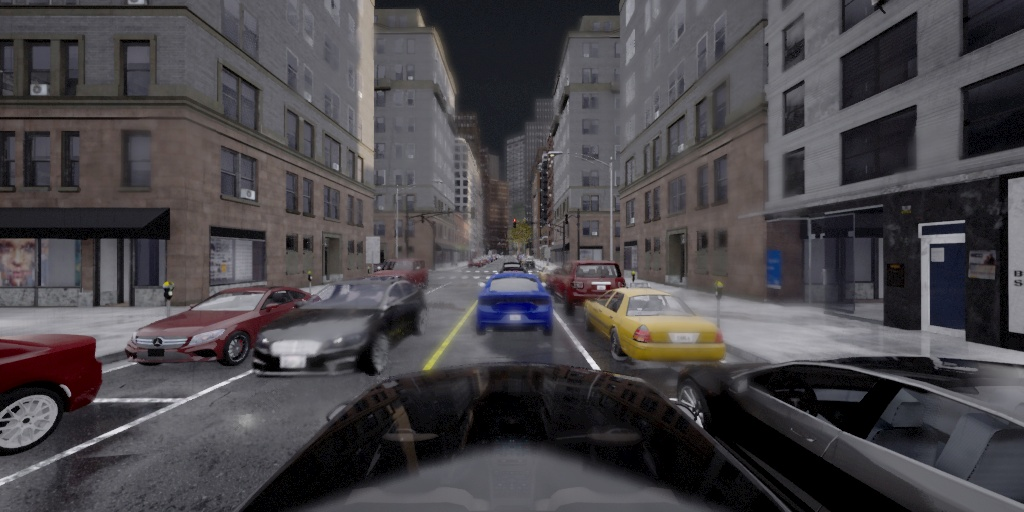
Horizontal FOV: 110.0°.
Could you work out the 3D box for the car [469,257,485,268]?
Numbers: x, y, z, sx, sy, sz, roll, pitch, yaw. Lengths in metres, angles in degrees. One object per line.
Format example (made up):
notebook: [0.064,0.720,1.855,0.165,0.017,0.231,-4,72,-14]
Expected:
car: [-5.818,1.126,56.671,1.888,1.381,4.507,0,0,0]

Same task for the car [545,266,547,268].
car: [2.745,1.313,19.012,1.802,1.307,4.207,0,0,0]

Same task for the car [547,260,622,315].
car: [2.751,1.055,13.461,2.192,1.841,5.009,0,0,0]

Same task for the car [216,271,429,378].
car: [-3.101,1.238,7.538,2.128,1.511,4.902,0,0,0]

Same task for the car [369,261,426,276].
car: [-11.672,1.231,36.856,5.357,1.411,2.033,0,0,-6]

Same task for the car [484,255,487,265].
car: [-5.824,0.989,62.096,1.967,1.591,4.097,0,0,0]

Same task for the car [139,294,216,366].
car: [-5.769,1.329,7.905,1.802,1.307,4.207,0,0,0]

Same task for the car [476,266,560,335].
car: [0.041,1.222,10.502,1.882,1.535,5.008,0,0,-1]

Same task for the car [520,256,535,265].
car: [2.707,1.132,56.673,2.007,1.370,4.403,0,0,0]

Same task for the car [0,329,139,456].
car: [-5.763,1.296,2.353,1.888,1.381,4.507,0,0,0]

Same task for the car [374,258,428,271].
car: [-5.780,1.046,19.011,2.192,1.841,5.009,0,0,0]

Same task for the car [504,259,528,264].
car: [0.022,1.216,26.984,1.837,1.490,4.892,0,0,0]

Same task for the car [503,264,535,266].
car: [0.077,1.297,18.071,1.994,1.385,4.181,0,0,0]

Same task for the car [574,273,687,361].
car: [2.756,1.272,8.077,1.751,1.417,4.829,0,0,0]

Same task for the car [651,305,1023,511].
car: [2.762,1.316,2.355,1.948,1.339,4.313,0,0,0]
